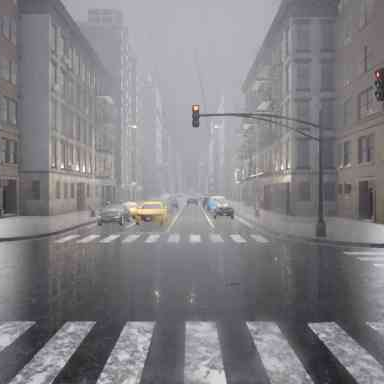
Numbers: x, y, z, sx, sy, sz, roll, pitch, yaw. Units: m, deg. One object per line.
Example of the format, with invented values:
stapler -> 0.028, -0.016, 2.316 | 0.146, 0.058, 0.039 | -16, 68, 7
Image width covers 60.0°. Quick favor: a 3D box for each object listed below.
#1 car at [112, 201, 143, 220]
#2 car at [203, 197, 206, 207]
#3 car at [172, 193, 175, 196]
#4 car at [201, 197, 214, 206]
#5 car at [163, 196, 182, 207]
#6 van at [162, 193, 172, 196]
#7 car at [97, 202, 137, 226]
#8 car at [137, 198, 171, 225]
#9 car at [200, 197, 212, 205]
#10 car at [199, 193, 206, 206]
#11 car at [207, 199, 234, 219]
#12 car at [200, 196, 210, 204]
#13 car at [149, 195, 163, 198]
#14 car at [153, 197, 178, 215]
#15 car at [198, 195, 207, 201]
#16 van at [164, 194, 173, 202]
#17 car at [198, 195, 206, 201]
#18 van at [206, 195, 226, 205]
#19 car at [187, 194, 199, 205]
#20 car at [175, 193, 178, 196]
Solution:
car -> -5.414, 1.523, 28.668 | 1.752, 1.417, 4.829 | 0, 0, 0
car -> 2.617, 1.578, 39.657 | 1.802, 1.307, 4.206 | 0, 0, 0
car -> -5.480, 1.310, 72.087 | 2.192, 1.841, 5.009 | 0, 0, 0
car -> 2.611, 1.561, 55.876 | 1.947, 1.339, 4.313 | 0, 0, 0
car -> -2.864, 1.560, 45.546 | 1.994, 1.385, 4.181 | 0, 0, 0
van -> -5.472, 1.336, 66.681 | 1.690, 1.788, 3.998 | 0, 0, 0
car -> -5.405, 1.549, 23.432 | 2.008, 1.369, 4.403 | 0, 0, 0
car -> -2.868, 1.475, 24.347 | 1.882, 1.535, 5.008 | 0, 0, 0
car -> 2.609, 1.546, 61.282 | 2.008, 1.369, 4.403 | 0, 0, 0
car -> 2.613, 1.311, 50.469 | 2.192, 1.841, 5.009 | 0, 0, 0
car -> 2.621, 1.548, 28.844 | 2.008, 1.369, 4.403 | 0, 0, 0
car -> 2.607, 1.521, 66.857 | 1.752, 1.417, 4.829 | 0, 0, 0
car -> -5.439, 1.436, 45.057 | 1.967, 1.590, 4.097 | 0, 0, 0
car -> -2.867, 1.544, 34.809 | 2.033, 1.411, 5.357 | 0, 0, 0
car -> 2.601, 1.539, 82.907 | 1.887, 1.381, 4.507 | 0, 0, 0
van -> -5.489, 1.336, 77.494 | 1.690, 1.788, 3.998 | 0, 0, 0
car -> 2.599, 1.560, 88.313 | 1.947, 1.339, 4.313 | 0, 0, 0
van -> 2.619, 1.338, 34.251 | 1.690, 1.788, 3.998 | 0, 0, 0
car -> 0.063, 1.500, 57.005 | 1.837, 1.490, 4.892 | 0, 0, 0
car -> -5.506, 1.545, 88.307 | 2.008, 1.369, 4.403 | 0, 0, 0
